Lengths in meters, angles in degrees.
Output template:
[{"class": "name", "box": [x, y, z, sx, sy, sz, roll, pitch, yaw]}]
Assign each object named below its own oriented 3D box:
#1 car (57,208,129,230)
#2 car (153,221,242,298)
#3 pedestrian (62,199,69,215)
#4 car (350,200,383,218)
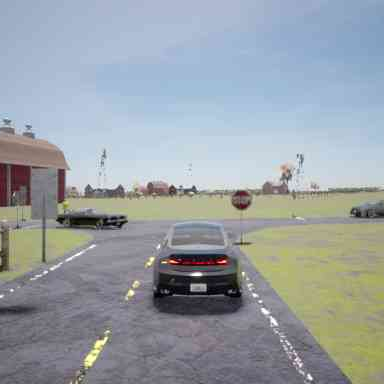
[{"class": "car", "box": [-6.283, 1.650, 21.096, 4.718, 1.301, 1.895, -1, -1, 31]}, {"class": "car", "box": [0.118, 1.506, 8.520, 1.837, 1.490, 4.892, 0, 0, 0]}, {"class": "pedestrian", "box": [-11.139, 1.491, 29.265, 0.375, 1.860, 0.375, 0, 0, 4]}, {"class": "car", "box": [14.818, 1.308, 26.310, 4.181, 1.385, 1.994, -1, 0, -3]}]
